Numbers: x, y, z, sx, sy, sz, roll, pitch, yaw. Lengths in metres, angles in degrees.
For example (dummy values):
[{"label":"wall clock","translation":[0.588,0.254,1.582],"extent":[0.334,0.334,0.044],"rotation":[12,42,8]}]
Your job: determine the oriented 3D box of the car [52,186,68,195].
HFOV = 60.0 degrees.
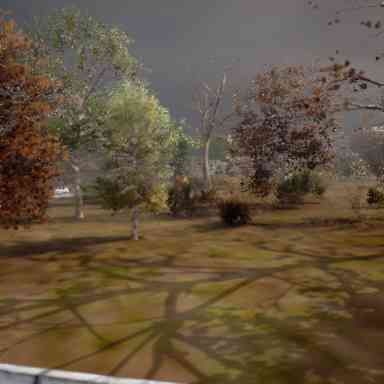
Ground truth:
[{"label":"car","translation":[-34.565,-0.429,85.254],"extent":[2.435,2.045,5.566],"rotation":[-1,3,29]}]
